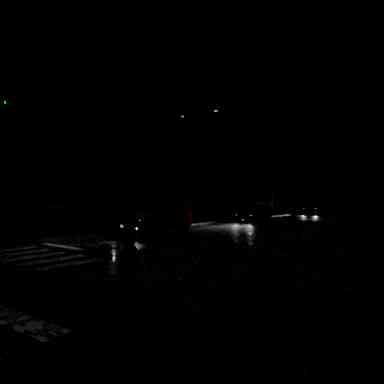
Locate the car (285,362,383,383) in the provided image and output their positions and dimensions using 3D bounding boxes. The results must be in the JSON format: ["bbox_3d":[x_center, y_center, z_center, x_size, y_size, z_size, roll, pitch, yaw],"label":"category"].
[{"bbox_3d":[2.352,1.551,1.274,4.403,1.369,2.008,0,0,36],"label":"car"}]

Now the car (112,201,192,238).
[{"bbox_3d":[-2.213,1.557,20.279,2.150,2.045,5.566,0,-1,35],"label":"car"}]

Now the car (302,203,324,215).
[{"bbox_3d":[17.440,2.395,47.728,2.097,1.767,4.553,0,-1,35],"label":"car"}]

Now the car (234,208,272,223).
[{"bbox_3d":[5.852,2.222,31.609,1.895,1.301,4.718,0,-1,35],"label":"car"}]
